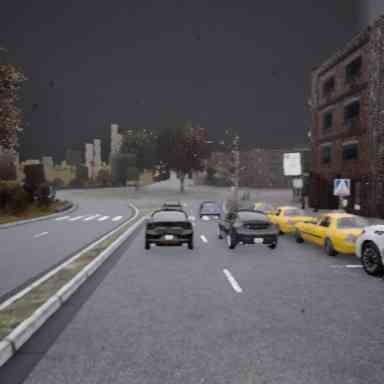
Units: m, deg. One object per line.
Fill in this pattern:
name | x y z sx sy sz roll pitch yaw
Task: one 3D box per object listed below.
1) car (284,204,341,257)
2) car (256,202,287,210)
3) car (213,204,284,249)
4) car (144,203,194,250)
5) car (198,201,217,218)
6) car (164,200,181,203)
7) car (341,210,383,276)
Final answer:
car | 5.598 1.483 13.066 1.946 1.575 5.366 0 0 -3
car | 4.945 1.471 24.095 1.946 1.575 5.366 0 0 -3
car | 2.280 1.507 14.513 1.837 1.490 4.892 0 0 -3
car | -0.964 1.462 14.318 1.882 1.535 5.008 0 0 -3
car | 1.535 1.539 29.451 2.033 1.411 5.357 0 0 -1
car | -1.714 1.448 29.393 2.128 1.511 4.902 0 0 -1
car | 5.944 1.242 7.267 2.435 2.045 5.566 0 0 -4
